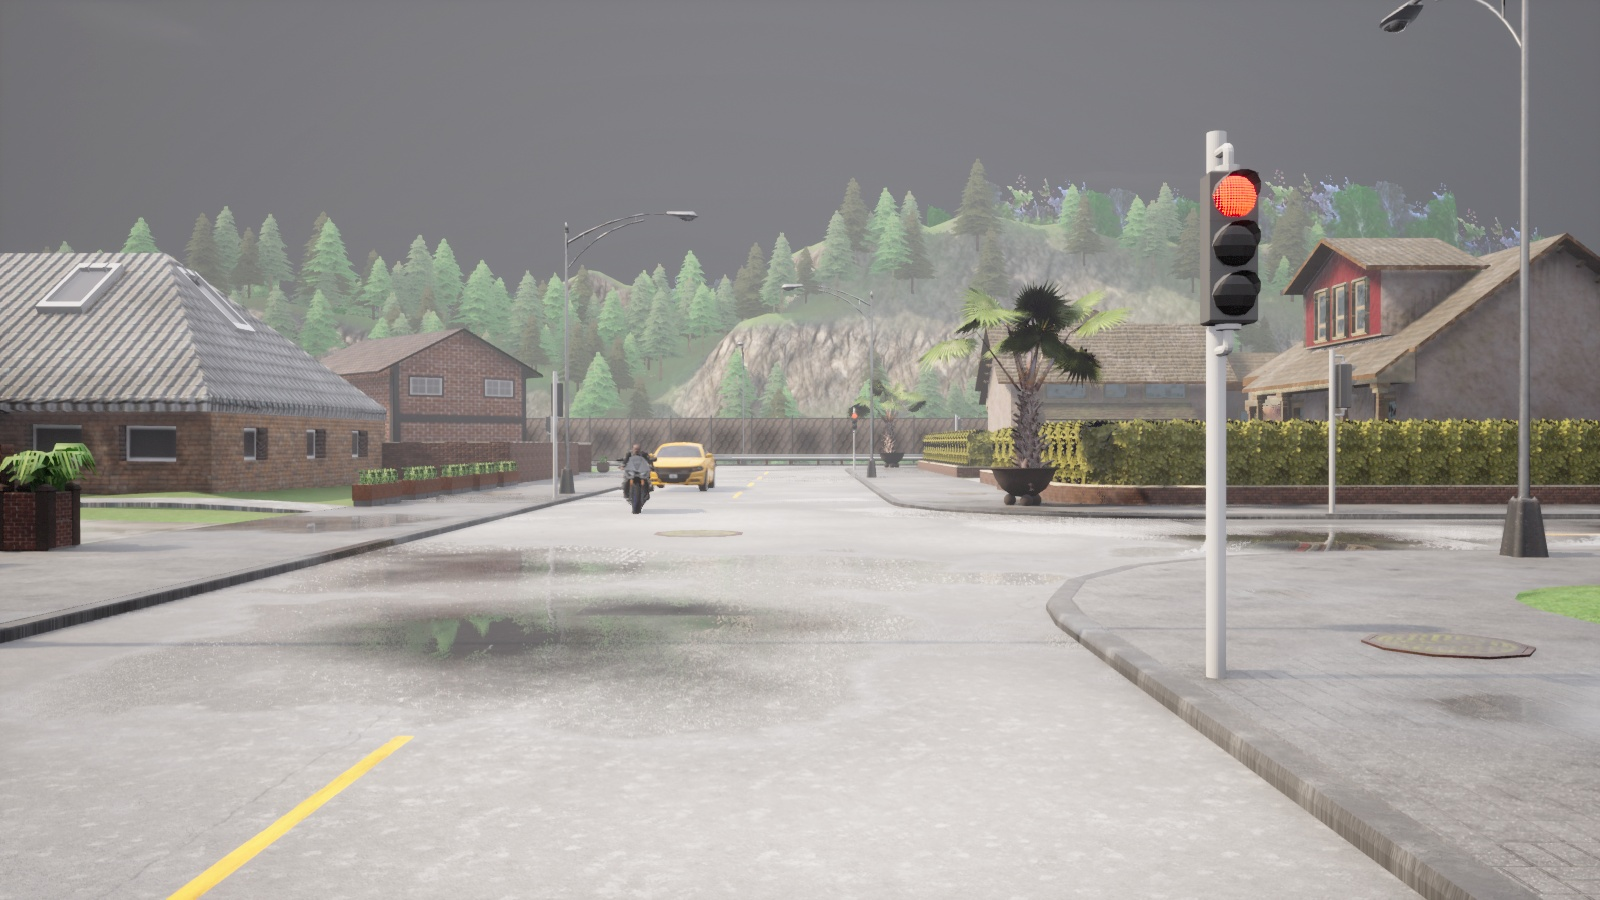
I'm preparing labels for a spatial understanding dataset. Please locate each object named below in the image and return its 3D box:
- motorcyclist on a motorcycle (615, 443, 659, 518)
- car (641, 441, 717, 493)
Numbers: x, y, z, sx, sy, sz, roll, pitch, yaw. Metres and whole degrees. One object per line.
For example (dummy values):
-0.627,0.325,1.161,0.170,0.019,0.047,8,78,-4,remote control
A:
-3.517,0.626,27.005,0.866,1.530,2.191,1,0,-8,motorcyclist on a motorcycle
-3.773,0.496,39.895,1.882,1.535,5.008,0,0,0,car
